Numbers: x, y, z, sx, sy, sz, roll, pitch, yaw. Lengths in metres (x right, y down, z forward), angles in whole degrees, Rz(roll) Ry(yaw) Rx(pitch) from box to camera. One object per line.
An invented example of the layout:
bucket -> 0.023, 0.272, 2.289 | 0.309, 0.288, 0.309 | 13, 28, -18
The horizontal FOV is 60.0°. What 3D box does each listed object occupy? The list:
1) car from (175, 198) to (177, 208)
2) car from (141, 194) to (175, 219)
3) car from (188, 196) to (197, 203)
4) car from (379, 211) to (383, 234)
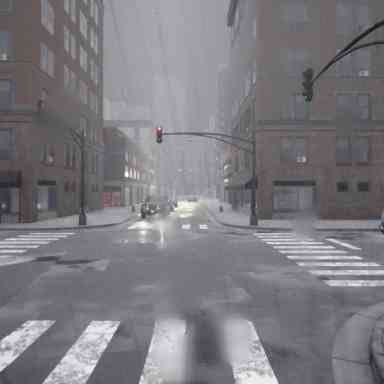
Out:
car -> -3.122, 1.546, 39.421 | 1.812, 1.442, 4.674 | 0, 0, 0
car -> -3.102, 1.236, 29.748 | 2.150, 2.045, 5.566 | 0, 0, 2
car -> 0.067, 1.519, 69.997 | 2.128, 1.511, 4.902 | 0, 0, 0
car -> 11.040, 1.617, 14.647 | 4.718, 1.301, 1.895 | 0, 0, 2
